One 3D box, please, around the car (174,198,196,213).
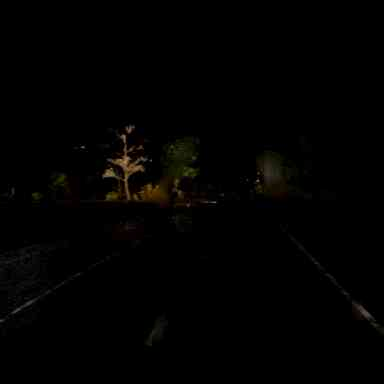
[{"bbox_3d":[-0.746,1.448,37.979,1.882,1.535,5.008,-2,0,9],"label":"car"}]
